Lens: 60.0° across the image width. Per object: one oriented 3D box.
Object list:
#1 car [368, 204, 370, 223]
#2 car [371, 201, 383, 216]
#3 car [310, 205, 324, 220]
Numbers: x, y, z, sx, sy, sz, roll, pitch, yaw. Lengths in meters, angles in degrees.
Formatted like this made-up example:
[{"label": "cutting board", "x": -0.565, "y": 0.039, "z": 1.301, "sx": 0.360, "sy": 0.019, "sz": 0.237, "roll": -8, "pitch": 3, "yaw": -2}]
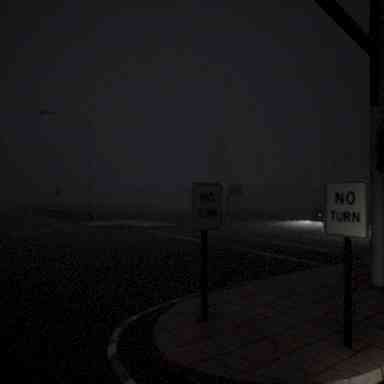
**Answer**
[{"label": "car", "x": 13.061, "y": 1.456, "z": 23.102, "sx": 5.008, "sy": 1.535, "sz": 1.882, "roll": 0, "pitch": 0, "yaw": -35}, {"label": "car", "x": 19.115, "y": 1.533, "z": 31.633, "sx": 4.181, "sy": 1.385, "sz": 1.994, "roll": 0, "pitch": 0, "yaw": -36}, {"label": "car", "x": 11.182, "y": 1.542, "z": 26.058, "sx": 4.181, "sy": 1.385, "sz": 1.994, "roll": 0, "pitch": 0, "yaw": -35}]
